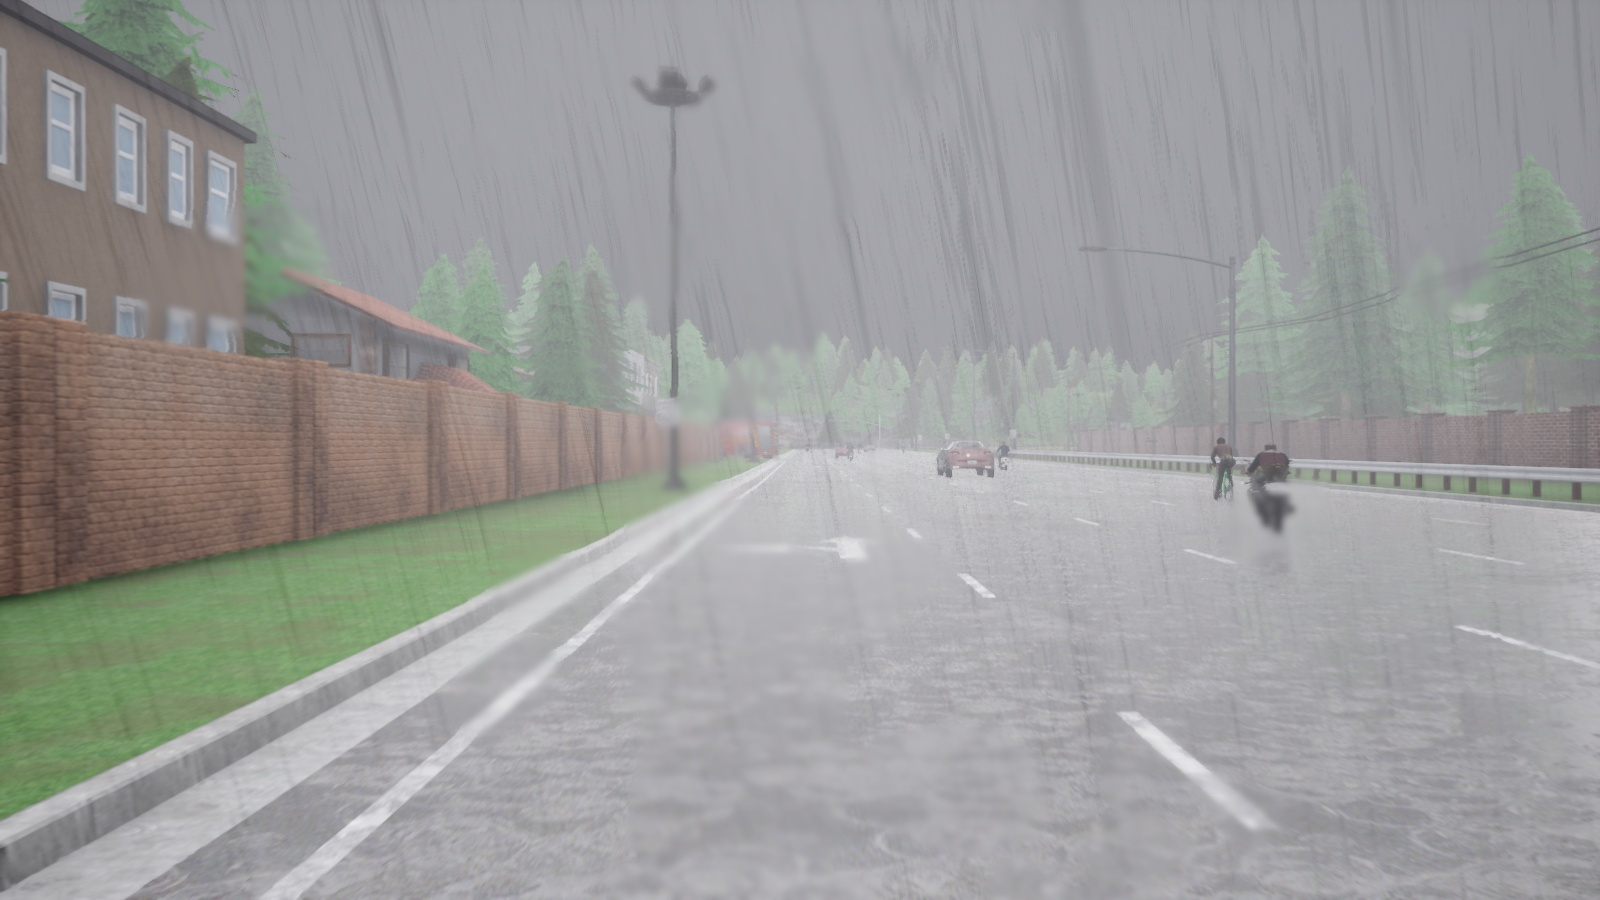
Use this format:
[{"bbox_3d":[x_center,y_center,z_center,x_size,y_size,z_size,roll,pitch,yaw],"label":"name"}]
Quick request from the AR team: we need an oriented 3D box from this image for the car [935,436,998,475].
[{"bbox_3d":[7.332,0.216,55.892,2.152,1.651,5.027,0,0,0],"label":"car"}]

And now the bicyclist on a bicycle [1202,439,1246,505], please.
[{"bbox_3d":[10.633,0.530,31.549,0.582,1.620,1.656,0,0,2],"label":"bicyclist on a bicycle"}]

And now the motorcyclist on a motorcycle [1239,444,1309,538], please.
[{"bbox_3d":[8.114,0.666,21.590,0.866,1.530,2.191,0,0,14],"label":"motorcyclist on a motorcycle"}]
